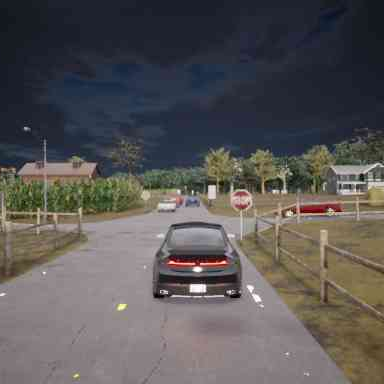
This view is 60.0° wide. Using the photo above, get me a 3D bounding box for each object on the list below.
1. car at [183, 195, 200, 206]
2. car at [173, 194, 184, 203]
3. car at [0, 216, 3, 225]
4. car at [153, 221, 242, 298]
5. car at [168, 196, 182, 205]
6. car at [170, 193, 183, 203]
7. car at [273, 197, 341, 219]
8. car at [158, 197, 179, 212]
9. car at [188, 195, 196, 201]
[{"bbox_3d":[0.122,1.316,52.602,2.097,1.767,4.553,0,0,0],"label":"car"},{"bbox_3d":[-2.725,1.302,67.303,2.097,1.767,4.553,0,0,0],"label":"car"},{"bbox_3d":[-15.519,1.919,22.591,4.718,1.301,1.895,-1,-2,-1],"label":"car"},{"bbox_3d":[0.104,1.508,8.491,1.837,1.490,4.892,0,0,0],"label":"car"},{"bbox_3d":[-2.815,1.570,47.582,1.895,1.301,4.718,0,0,0],"label":"car"},{"bbox_3d":[-2.795,1.180,57.361,2.150,2.045,5.566,0,0,0],"label":"car"},{"bbox_3d":[8.726,1.211,25.507,5.008,1.535,1.882,-2,-2,0],"label":"car"},{"bbox_3d":[-2.831,1.581,37.992,1.895,1.301,4.718,0,0,0],"label":"car"},{"bbox_3d":[0.055,1.490,80.735,1.994,1.385,4.181,0,0,0],"label":"car"}]
